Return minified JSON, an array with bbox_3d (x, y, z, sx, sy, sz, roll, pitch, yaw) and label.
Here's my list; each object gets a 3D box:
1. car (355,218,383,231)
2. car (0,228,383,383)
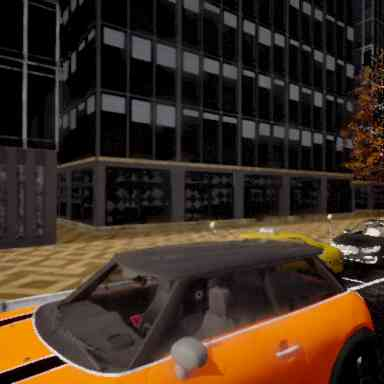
[{"bbox_3d":[6.341,1.586,11.079,4.403,1.369,2.008,0,0,-35],"label":"car"},{"bbox_3d":[-0.232,1.357,3.212,4.553,1.767,2.097,0,0,-35],"label":"car"}]
